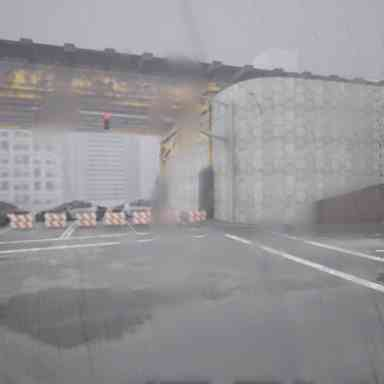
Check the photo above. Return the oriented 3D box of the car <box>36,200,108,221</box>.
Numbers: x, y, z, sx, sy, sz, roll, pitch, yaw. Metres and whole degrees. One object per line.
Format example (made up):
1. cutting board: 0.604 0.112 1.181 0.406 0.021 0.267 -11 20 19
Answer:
1. car: -8.510 1.233 23.947 1.853 1.218 4.536 0 0 39

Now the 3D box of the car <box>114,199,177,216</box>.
1. car: -3.611 1.195 26.065 4.536 1.218 1.853 0 0 14

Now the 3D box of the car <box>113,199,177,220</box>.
1. car: -3.560 1.352 26.054 4.974 1.542 2.038 0 0 14

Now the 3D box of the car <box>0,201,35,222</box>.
1. car: -13.037 1.265 22.731 4.536 1.218 1.853 0 0 29

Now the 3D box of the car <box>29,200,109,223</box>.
1. car: -8.541 1.391 23.907 2.038 1.542 4.974 0 0 39

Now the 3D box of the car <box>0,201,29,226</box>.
1. car: -12.990 1.422 22.707 4.974 1.542 2.038 0 0 29
